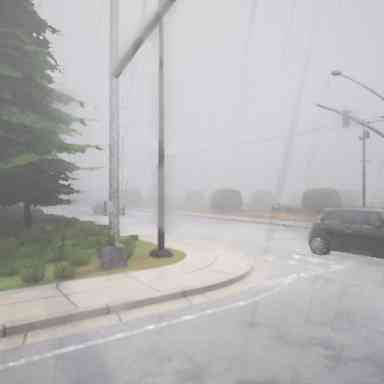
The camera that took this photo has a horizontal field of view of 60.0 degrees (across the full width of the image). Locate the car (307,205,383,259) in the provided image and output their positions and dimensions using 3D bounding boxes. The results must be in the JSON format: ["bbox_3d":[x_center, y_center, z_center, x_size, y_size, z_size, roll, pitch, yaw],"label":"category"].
[{"bbox_3d":[6.251,1.345,11.077,2.097,1.767,4.553,0,0,-34],"label":"car"}]

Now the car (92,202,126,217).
[{"bbox_3d":[-7.984,1.646,31.825,1.895,1.301,4.718,0,0,-34],"label":"car"}]
